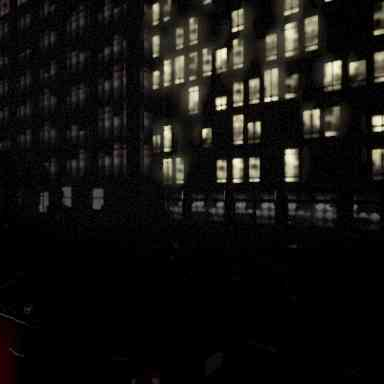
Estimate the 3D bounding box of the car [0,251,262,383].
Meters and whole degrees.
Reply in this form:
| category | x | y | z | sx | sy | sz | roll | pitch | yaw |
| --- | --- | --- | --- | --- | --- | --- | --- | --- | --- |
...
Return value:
| category | x | y | z | sx | sy | sz | roll | pitch | yaw |
| --- | --- | --- | --- | --- | --- | --- | --- | --- | --- |
| car | -1.397 | 1.436 | 3.875 | 4.097 | 1.590 | 1.967 | 0 | 0 | 35 |
